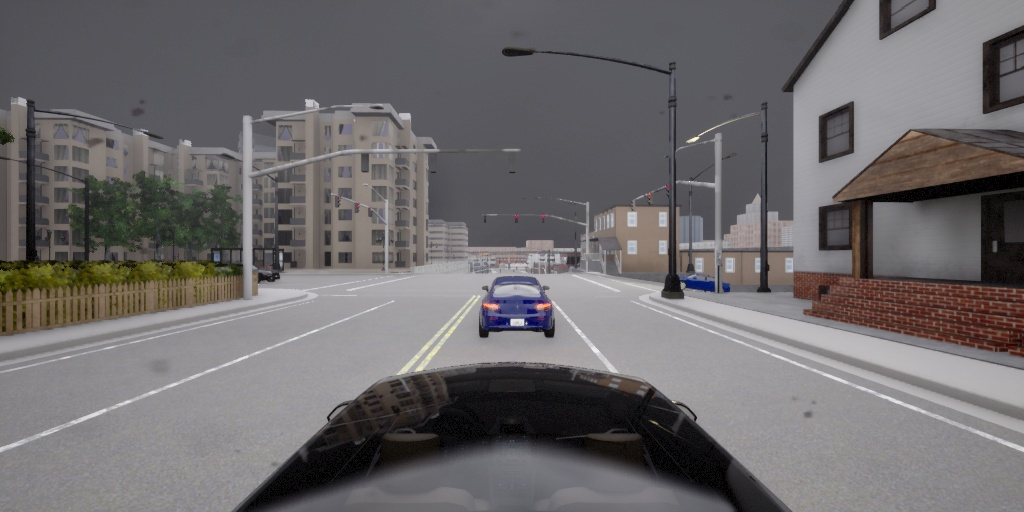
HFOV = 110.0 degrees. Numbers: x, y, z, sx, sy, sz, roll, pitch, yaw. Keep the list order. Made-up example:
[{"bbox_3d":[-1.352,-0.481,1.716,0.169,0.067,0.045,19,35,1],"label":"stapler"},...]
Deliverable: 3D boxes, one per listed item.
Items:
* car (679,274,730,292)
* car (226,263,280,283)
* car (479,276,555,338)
[{"bbox_3d":[15.377,2.209,29.782,5.008,1.535,1.882,9,0,1],"label":"car"},{"bbox_3d":[-19.886,1.255,26.595,4.892,1.490,1.837,0,0,1],"label":"car"},{"bbox_3d":[0.110,1.276,10.098,1.812,1.442,4.674,0,0,0],"label":"car"}]
